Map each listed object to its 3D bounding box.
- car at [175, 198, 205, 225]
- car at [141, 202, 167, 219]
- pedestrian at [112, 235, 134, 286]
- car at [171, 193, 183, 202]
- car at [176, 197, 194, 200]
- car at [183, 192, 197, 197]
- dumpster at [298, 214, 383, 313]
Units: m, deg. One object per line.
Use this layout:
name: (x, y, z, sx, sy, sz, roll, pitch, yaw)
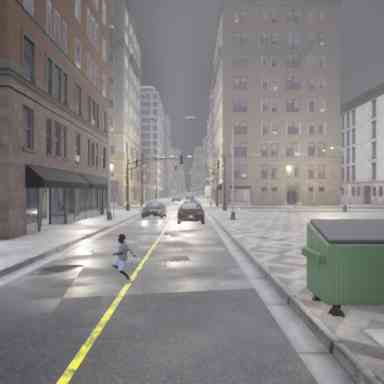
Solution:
car: (-0.073, 1.472, 24.366, 1.882, 1.535, 5.008, 0, 0, 0)
car: (-3.224, 1.541, 29.104, 2.033, 1.411, 5.357, 0, 0, 0)
pedestrian: (-1.666, 1.292, 8.076, 0.375, 1.860, 0.375, 0, 0, -5)
car: (-3.434, 1.459, 72.077, 1.882, 1.535, 5.008, 0, 0, 0)
car: (-0.098, 1.539, 34.713, 2.033, 1.411, 5.357, 0, 0, 5)
car: (-0.521, 1.332, 86.568, 2.097, 1.767, 4.553, 0, 0, 0)
dumpster: (3.093, 1.394, 7.150, 1.020, 1.700, 1.940, 0, 0, 0)
